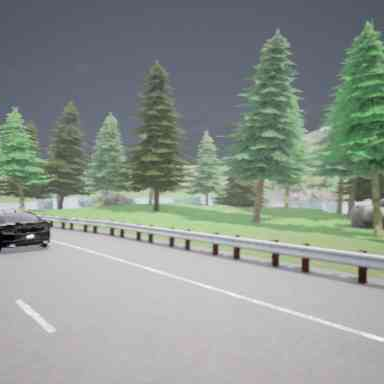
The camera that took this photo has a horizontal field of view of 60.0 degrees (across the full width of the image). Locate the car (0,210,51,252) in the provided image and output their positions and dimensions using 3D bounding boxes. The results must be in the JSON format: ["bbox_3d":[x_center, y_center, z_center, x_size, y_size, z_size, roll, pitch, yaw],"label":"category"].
[{"bbox_3d":[-7.693,1.488,14.010,1.882,1.535,5.008,-1,1,-45],"label":"car"}]
